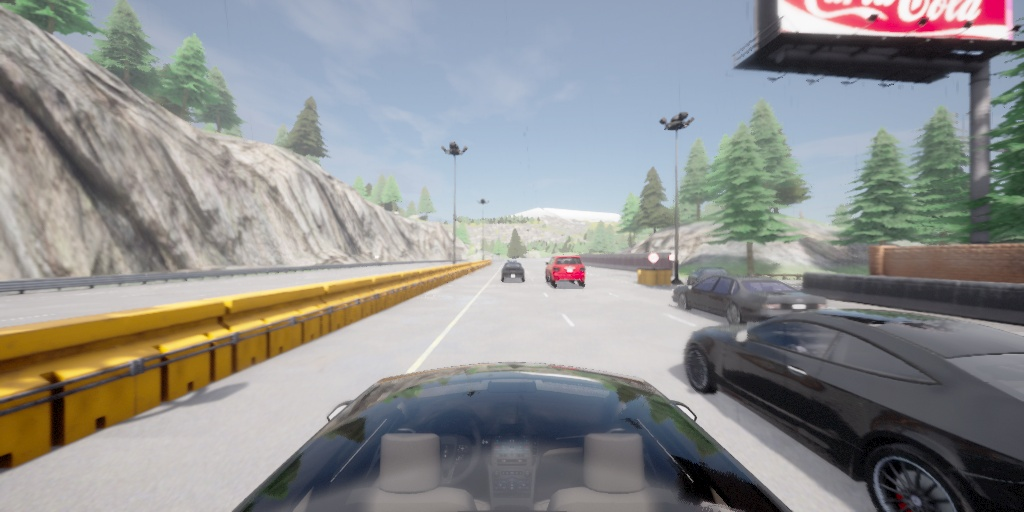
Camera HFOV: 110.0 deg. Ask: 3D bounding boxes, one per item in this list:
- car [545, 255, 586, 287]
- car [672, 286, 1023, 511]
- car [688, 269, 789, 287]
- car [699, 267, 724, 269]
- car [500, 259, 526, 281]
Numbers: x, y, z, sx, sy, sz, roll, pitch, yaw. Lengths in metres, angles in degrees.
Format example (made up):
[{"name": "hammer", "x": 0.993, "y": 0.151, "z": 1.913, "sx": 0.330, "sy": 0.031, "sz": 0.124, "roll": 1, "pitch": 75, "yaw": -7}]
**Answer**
[{"name": "car", "x": 3.585, "y": 0.982, "z": 24.875, "sx": 2.150, "sy": 2.045, "sz": 5.566, "roll": 0, "pitch": 0, "yaw": 0}, {"name": "car", "x": 3.599, "y": 1.276, "z": 3.706, "sx": 1.812, "sy": 1.442, "sz": 4.674, "roll": 0, "pitch": 0, "yaw": 0}, {"name": "car", "x": 7.098, "y": 1.300, "z": 11.384, "sx": 2.033, "sy": 1.411, "sz": 5.357, "roll": 0, "pitch": 0, "yaw": 0}, {"name": "car", "x": 11.678, "y": 1.320, "z": 21.013, "sx": 1.994, "sy": 1.385, "sz": 4.181, "roll": 0, "pitch": 0, "yaw": 17}, {"name": "car", "x": 0.079, "y": 1.267, "z": 30.144, "sx": 1.837, "sy": 1.490, "sz": 4.892, "roll": 0, "pitch": 0, "yaw": 0}]
